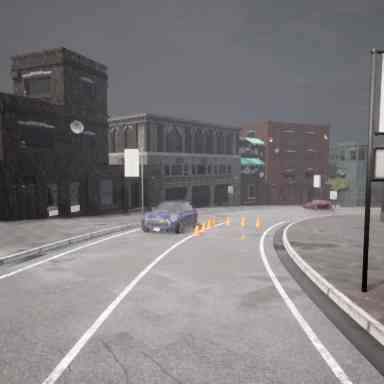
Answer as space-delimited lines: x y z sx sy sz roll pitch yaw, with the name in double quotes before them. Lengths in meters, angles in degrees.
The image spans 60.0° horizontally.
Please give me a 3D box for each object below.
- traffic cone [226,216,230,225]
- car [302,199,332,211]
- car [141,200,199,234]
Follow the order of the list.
"traffic cone" 2.486 1.956 22.684 0.340 0.580 0.340 2 0 12
"car" 17.181 1.766 45.628 5.008 1.535 1.882 2 2 -37
"car" -1.120 1.292 18.889 2.097 1.767 4.553 1 0 17
